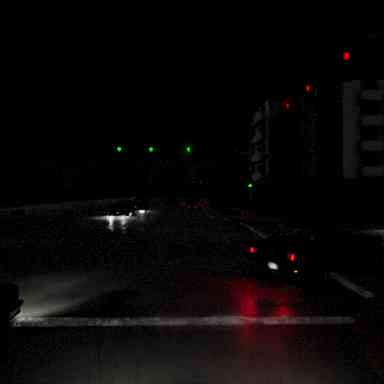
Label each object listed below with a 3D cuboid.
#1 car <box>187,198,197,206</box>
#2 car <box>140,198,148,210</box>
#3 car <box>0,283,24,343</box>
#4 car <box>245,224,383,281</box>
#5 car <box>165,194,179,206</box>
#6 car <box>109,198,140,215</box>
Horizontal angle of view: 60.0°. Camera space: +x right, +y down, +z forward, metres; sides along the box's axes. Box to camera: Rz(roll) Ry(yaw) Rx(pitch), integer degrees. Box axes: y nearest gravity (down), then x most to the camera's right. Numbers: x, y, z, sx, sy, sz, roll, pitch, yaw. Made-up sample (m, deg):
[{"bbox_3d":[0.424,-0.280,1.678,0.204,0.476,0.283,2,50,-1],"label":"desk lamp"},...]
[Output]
[{"bbox_3d":[-0.004,1.718,58.573,1.895,1.301,4.718,0,0,0],"label":"car"},{"bbox_3d":[-7.081,1.594,44.674,1.837,1.490,4.892,0,0,0],"label":"car"},{"bbox_3d":[-3.596,1.554,3.007,2.033,1.411,5.357,0,0,-3],"label":"car"},{"bbox_3d":[3.866,1.621,9.956,4.718,1.301,1.895,0,0,-37],"label":"car"},{"bbox_3d":[-3.504,1.338,58.559,2.150,2.045,5.566,0,0,0],"label":"car"},{"bbox_3d":[-7.086,1.617,34.528,2.033,1.411,5.357,0,0,0],"label":"car"}]
